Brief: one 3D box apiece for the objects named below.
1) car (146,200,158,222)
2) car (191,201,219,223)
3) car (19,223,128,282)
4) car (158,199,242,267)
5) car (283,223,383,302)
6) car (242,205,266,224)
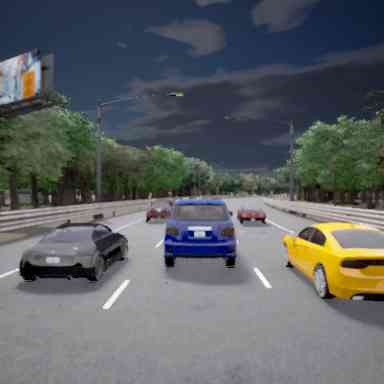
[{"bbox_3d":[-2.385,1.450,27.590,2.097,1.767,4.553,0,0,4],"label":"car"},{"bbox_3d":[1.129,1.594,27.674,2.128,1.511,4.902,0,0,4],"label":"car"},{"bbox_3d":[-3.252,1.596,9.931,1.994,1.385,4.181,0,0,2],"label":"car"},{"bbox_3d":[0.305,1.262,11.757,2.150,2.045,5.566,0,0,2],"label":"car"},{"bbox_3d":[3.704,1.512,8.477,1.882,1.535,5.008,0,0,2],"label":"car"},{"bbox_3d":[4.510,1.700,25.914,1.895,1.301,4.718,0,0,4],"label":"car"}]
